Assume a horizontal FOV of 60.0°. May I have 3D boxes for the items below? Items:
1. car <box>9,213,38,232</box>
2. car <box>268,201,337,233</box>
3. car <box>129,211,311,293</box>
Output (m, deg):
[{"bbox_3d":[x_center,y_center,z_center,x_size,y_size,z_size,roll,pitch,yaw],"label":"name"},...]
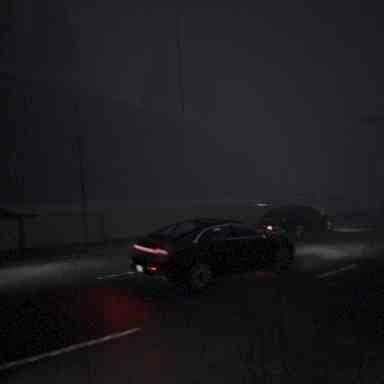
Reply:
[{"bbox_3d":[-11.046,1.571,17.682,5.357,1.411,2.033,-1,0,-36],"label":"car"},{"bbox_3d":[5.507,1.423,17.254,4.892,1.490,1.837,-1,0,-40],"label":"car"},{"bbox_3d":[0.743,1.463,8.870,4.902,1.511,2.128,0,0,-38],"label":"car"}]
